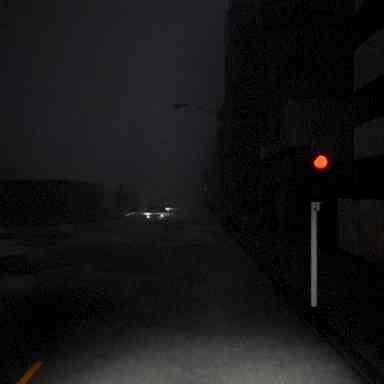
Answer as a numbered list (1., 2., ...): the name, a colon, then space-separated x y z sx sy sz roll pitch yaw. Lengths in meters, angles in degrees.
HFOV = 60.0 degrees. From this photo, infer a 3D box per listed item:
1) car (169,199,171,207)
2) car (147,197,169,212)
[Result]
1. car: -4.178 1.505 49.536 1.837 1.490 4.892 0 0 1
2. car: -4.187 1.478 39.509 1.882 1.535 5.008 0 0 0
